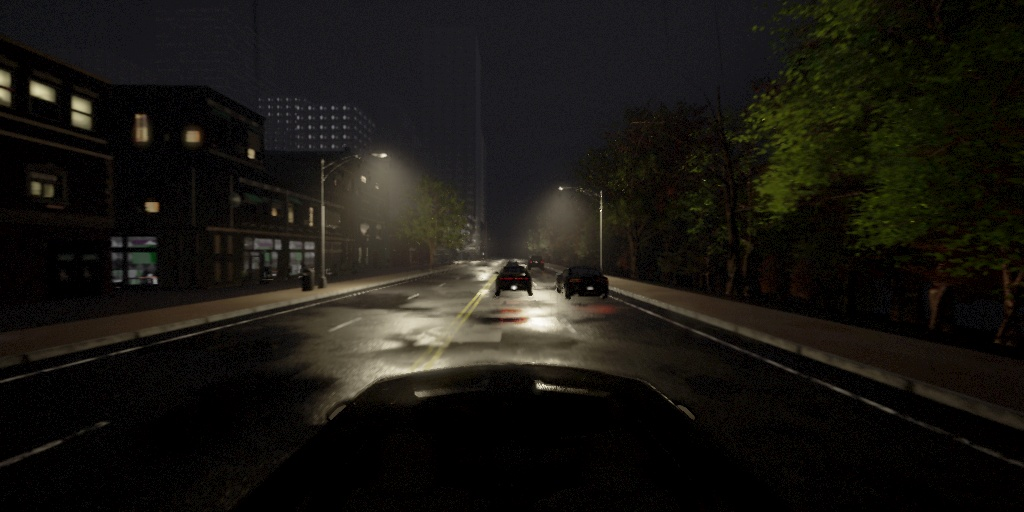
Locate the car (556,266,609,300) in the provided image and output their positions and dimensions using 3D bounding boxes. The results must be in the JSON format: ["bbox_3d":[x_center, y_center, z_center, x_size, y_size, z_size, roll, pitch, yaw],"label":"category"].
[{"bbox_3d":[3.351,1.232,17.836,1.882,1.535,5.008,0,0,0],"label":"car"}]

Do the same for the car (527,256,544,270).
[{"bbox_3d":[3.355,0.982,51.714,2.150,2.045,5.566,0,0,0],"label":"car"}]

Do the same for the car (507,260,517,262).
[{"bbox_3d":[0.105,1.325,55.357,1.994,1.385,4.181,0,0,0],"label":"car"}]

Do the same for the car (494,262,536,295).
[{"bbox_3d":[0.101,1.259,19.684,1.837,1.490,4.892,0,0,0],"label":"car"}]
